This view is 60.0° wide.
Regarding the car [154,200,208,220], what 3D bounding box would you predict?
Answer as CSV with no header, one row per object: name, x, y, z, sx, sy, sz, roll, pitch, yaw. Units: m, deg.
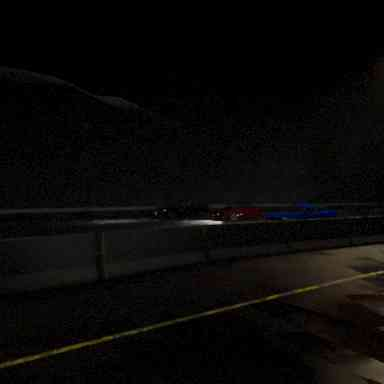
car,-0.782,1.475,28.137,4.902,1.511,2.128,0,0,-30

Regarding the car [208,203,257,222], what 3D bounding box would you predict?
car,3.785,1.560,26.697,4.181,1.385,1.994,0,0,-29

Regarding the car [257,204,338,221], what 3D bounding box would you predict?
car,6.707,1.485,20.329,5.008,1.535,1.882,0,0,-29

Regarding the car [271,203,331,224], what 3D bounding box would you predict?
car,8.235,1.573,25.144,4.181,1.385,1.994,0,0,-27
